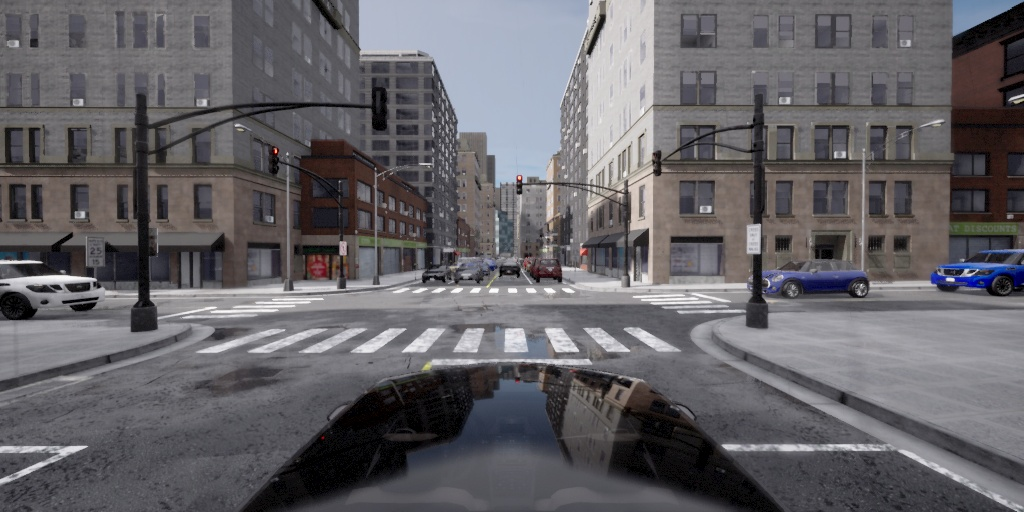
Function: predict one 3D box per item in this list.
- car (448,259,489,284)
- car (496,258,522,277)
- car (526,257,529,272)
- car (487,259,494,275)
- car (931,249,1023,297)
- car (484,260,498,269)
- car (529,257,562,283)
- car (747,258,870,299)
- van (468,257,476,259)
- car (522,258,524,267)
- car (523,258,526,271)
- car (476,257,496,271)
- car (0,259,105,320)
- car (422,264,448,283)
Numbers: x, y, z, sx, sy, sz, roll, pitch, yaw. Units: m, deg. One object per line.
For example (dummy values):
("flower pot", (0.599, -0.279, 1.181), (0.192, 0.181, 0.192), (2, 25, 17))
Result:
("car", (-3.201, 1.245, 27.292), (2.128, 1.511, 4.902), (0, 0, 0))
("car", (-0.195, 1.232, 34.937), (1.882, 1.535, 5.008), (0, 0, 2))
("car", (2.725, 1.069, 33.744), (2.192, 1.841, 5.009), (0, 0, 0))
("car", (-3.242, 1.302, 37.113), (2.033, 1.411, 5.357), (0, 0, 0))
("car", (22.980, 0.708, 16.541), (5.566, 2.045, 2.150), (-1, 1, 0))
("car", (-3.292, 1.298, 57.426), (2.033, 1.411, 5.357), (0, 0, 0))
("car", (2.749, 1.068, 28.158), (2.192, 1.841, 5.009), (0, 0, 0))
("car", (13.404, 0.938, 16.435), (4.553, 1.767, 2.097), (-1, 1, -1))
("van", (-5.851, 1.094, 44.878), (1.690, 1.789, 3.998), (0, 0, 0))
("car", (2.655, 1.067, 50.501), (2.192, 1.841, 5.009), (0, 0, 0))
("car", (2.678, 1.279, 45.085), (1.751, 1.417, 4.829), (0, 0, 0))
("car", (-3.273, 1.231, 47.045), (1.882, 1.535, 5.008), (0, 0, 0))
("car", (-18.449, 1.145, 12.986), (5.566, 2.045, 2.150), (-1, 1, -2))
("car", (-5.777, 1.319, 28.121), (1.948, 1.339, 4.313), (0, 0, 0))
